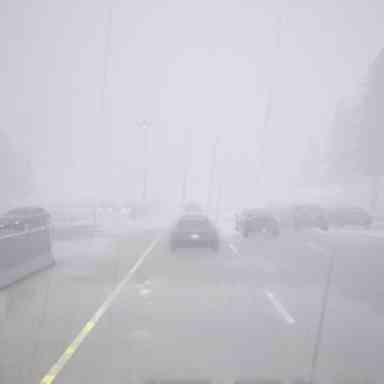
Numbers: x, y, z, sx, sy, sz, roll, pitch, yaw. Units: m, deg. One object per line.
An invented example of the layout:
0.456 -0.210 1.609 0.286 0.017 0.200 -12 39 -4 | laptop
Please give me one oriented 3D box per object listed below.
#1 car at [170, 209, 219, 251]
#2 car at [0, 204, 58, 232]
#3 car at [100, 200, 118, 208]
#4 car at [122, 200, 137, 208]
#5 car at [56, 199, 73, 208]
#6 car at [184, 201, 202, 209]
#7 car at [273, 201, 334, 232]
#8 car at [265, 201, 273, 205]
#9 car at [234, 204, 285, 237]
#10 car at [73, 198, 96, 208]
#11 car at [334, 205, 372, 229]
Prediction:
0.098 1.677 14.623 1.994 1.385 4.181 0 0 0 | car
-10.536 1.667 20.920 1.837 1.490 4.892 0 -1 0 | car
-14.032 2.030 56.227 1.895 1.301 4.718 0 0 0 | car
-10.546 1.992 56.320 1.994 1.385 4.181 0 0 1 | car
-21.038 1.950 55.375 1.812 1.442 4.674 0 0 1 | car
0.093 1.807 39.367 1.837 1.490 4.892 0 0 0 | car
7.096 1.517 21.663 2.097 1.767 4.553 0 -1 0 | car
10.580 1.895 43.395 1.994 1.385 4.181 0 0 0 | car
3.596 1.652 18.988 1.837 1.490 4.892 0 0 0 | car
-17.544 1.776 55.474 2.097 1.767 4.553 0 0 1 | car
10.526 1.670 23.118 2.128 1.511 4.902 0 0 0 | car
